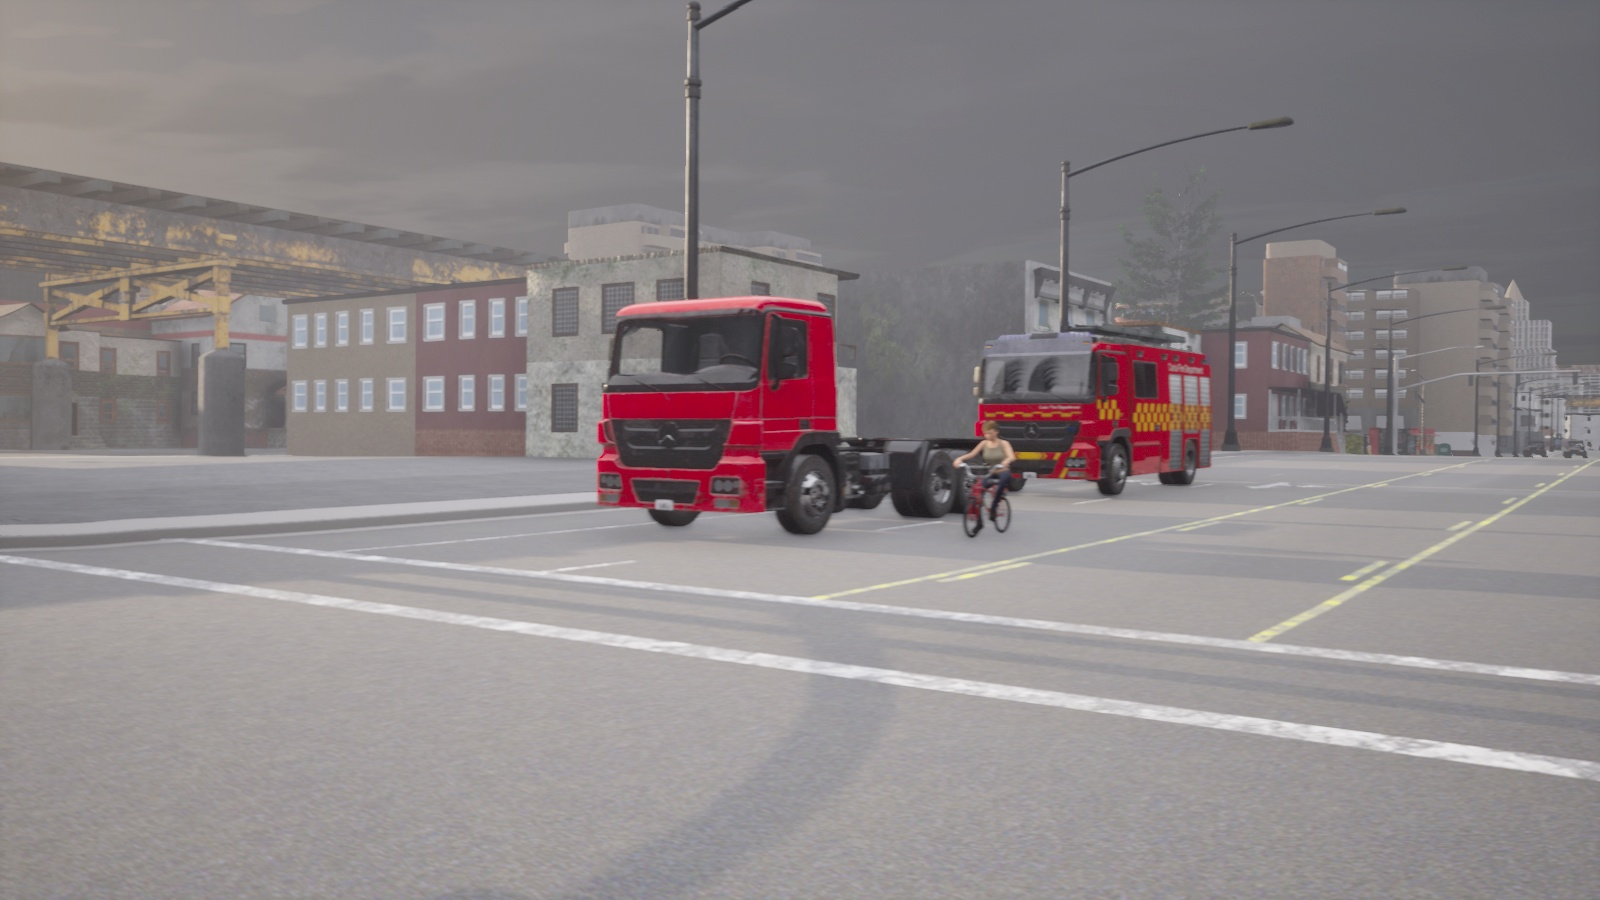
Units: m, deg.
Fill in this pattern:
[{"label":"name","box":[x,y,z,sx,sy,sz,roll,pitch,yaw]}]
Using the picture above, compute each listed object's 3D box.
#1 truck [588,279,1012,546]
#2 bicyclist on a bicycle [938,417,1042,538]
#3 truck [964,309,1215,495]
[{"label":"truck","box":[0.424,-0.588,20.398,2.891,3.462,7.936,0,1,34]},{"label":"bicyclist on a bicycle","box":[2.686,0.353,17.625,0.866,1.612,1.509,0,1,34]},{"label":"truck","box":[7.236,-1.118,30.219,2.891,3.827,8.468,0,2,35]}]
